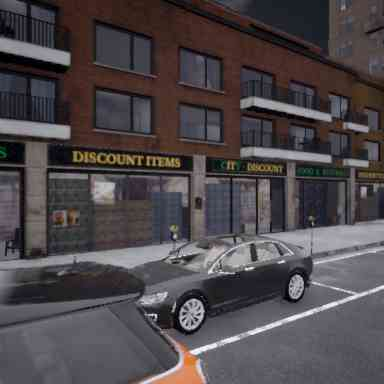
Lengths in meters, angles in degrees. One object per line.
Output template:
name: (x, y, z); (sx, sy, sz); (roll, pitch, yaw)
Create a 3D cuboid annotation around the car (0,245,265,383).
car: (-2.023, 1.352, 1.626); (4.553, 1.767, 2.097); (0, 0, -35)

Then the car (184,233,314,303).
car: (0.613, 1.550, 6.619); (4.403, 1.369, 2.008); (0, 0, -35)
